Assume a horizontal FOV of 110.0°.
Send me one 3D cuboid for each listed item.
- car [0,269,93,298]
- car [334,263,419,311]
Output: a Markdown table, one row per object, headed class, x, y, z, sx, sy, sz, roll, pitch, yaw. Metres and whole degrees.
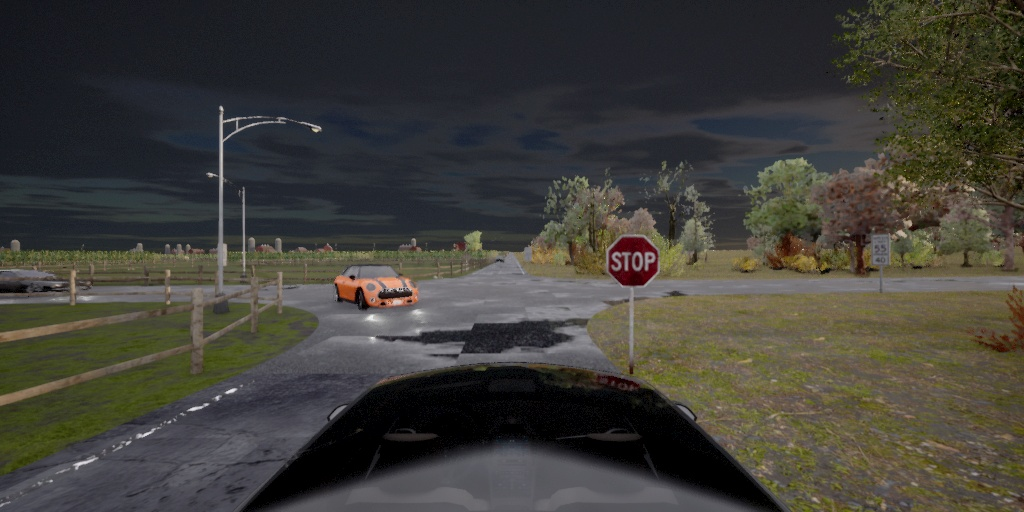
| class | x | y | z | sx | sy | sz | roll | pitch | yaw |
| --- | --- | --- | --- | --- | --- | --- | --- | --- | --- |
| car | -25.513 | 1.409 | 18.620 | 5.357 | 1.411 | 2.033 | 0 | 0 | -4 |
| car | -5.624 | 1.107 | 14.634 | 2.097 | 1.767 | 4.553 | -1 | 0 | -41 |
